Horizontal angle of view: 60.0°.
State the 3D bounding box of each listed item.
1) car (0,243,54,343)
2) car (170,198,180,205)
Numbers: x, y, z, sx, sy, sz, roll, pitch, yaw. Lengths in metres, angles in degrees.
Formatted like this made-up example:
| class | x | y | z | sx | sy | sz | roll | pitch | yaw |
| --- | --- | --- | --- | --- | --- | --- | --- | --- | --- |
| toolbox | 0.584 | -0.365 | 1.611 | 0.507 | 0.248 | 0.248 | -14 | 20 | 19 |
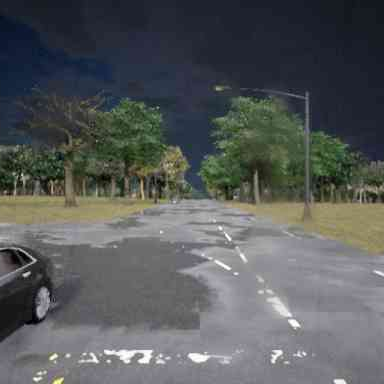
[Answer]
| class | x | y | z | sx | sy | sz | roll | pitch | yaw |
| --- | --- | --- | --- | --- | --- | --- | --- | --- | --- |
| car | -3.487 | 1.530 | 4.358 | 1.837 | 1.490 | 4.892 | 0 | 0 | 0 |
| car | -3.394 | 1.887 | 66.621 | 2.128 | 1.511 | 4.902 | 0 | 0 | 0 |
